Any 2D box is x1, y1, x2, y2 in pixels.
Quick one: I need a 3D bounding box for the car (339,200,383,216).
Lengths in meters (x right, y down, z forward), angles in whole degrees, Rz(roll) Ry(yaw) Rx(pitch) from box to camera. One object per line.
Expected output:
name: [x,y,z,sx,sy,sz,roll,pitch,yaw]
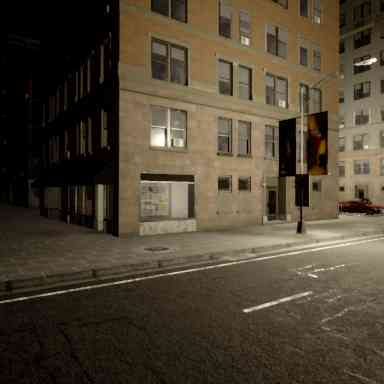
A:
car: [16.124,1.508,32.121,1.812,1.442,4.674,0,0,-33]
